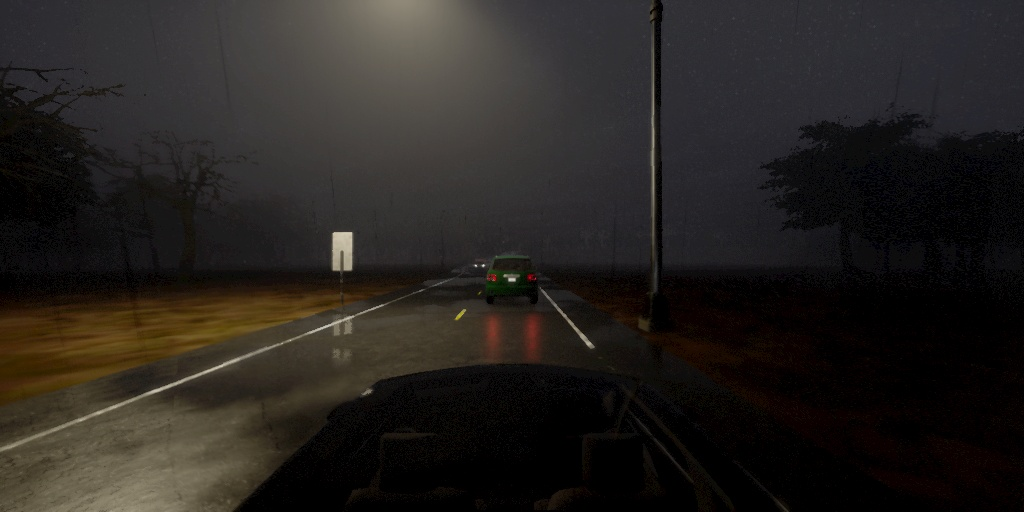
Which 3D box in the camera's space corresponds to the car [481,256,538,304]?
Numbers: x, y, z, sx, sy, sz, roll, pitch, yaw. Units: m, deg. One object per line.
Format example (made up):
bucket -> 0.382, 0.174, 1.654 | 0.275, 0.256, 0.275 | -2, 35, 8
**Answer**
car -> 0.000, 1.010, 16.531 | 2.150, 2.045, 5.566 | 0, 0, 0
